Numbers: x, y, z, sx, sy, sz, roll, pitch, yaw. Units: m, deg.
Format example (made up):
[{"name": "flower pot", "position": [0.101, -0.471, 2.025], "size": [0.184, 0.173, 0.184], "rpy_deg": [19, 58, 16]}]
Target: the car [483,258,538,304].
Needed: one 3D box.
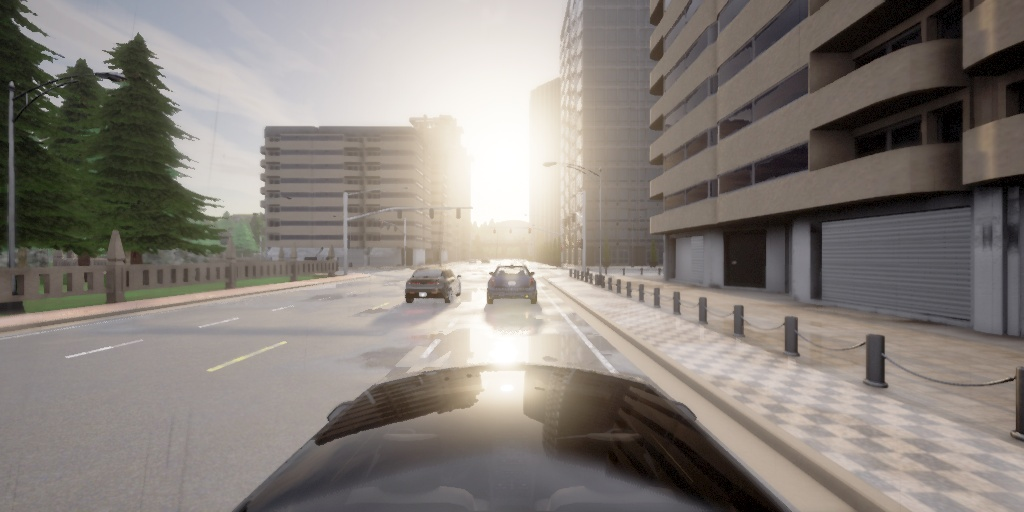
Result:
[{"name": "car", "position": [0.000, 1.115, 16.470], "size": [2.097, 1.767, 4.553], "rpy_deg": [0, 0, 0]}]

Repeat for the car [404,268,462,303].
[{"name": "car", "position": [-3.500, 1.265, 16.500], "size": [1.837, 1.490, 4.892], "rpy_deg": [0, 0, 0]}]
